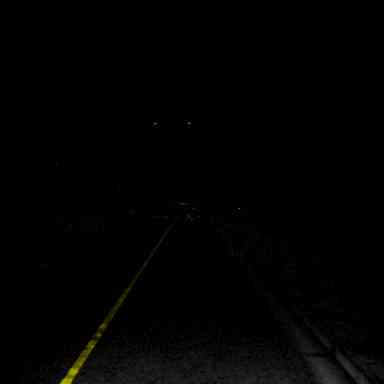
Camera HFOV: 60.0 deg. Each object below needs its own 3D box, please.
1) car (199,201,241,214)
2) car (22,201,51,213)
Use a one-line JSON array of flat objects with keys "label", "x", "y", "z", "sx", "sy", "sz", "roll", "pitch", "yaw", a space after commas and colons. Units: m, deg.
[{"label": "car", "x": 3.337, "y": 1.864, "z": 39.790, "sx": 4.892, "sy": 1.490, "sz": 1.837, "roll": 0, "pitch": -1, "yaw": 0}, {"label": "car", "x": -19.392, "y": 1.829, "z": 39.746, "sx": 4.674, "sy": 1.442, "sz": 1.812, "roll": 1, "pitch": -1, "yaw": 0}]
